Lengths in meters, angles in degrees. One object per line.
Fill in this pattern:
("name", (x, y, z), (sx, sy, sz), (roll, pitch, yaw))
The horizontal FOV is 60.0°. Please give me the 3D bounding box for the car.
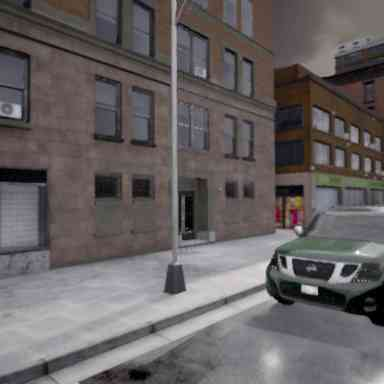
("car", (3.923, 1.373, 7.802), (2.150, 2.045, 5.566), (-2, -2, 43))
